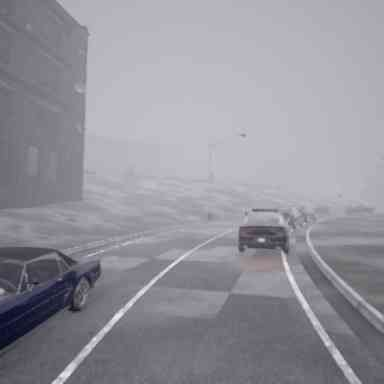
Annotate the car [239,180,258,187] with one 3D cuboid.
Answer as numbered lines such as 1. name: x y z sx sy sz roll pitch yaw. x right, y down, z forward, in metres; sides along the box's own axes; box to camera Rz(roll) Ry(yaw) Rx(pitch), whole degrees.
1. car: 10.726 -1.530 69.104 4.553 1.767 2.185 4 -5 -37

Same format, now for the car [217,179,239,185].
1. car: 6.300 -1.684 65.800 5.008 1.535 2.097 3 -5 -35

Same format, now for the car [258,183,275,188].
1. car: 15.231 -1.078 72.616 4.792 1.488 2.163 4 -6 -38

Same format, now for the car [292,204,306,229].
1. car: 6.452 1.702 23.059 1.837 1.490 4.892 -2 -1 25

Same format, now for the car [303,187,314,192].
1. car: 27.841 -0.313 83.347 4.553 1.767 2.185 5 -6 -42

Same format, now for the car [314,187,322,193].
1. car: 31.960 -0.080 87.151 5.566 2.045 2.435 5 -6 -43

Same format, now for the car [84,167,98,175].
1. car: -16.575 -3.021 50.496 4.553 1.767 2.185 3 -5 -33

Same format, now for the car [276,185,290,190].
1. car: 19.508 -0.776 76.092 4.674 1.452 2.002 4 -6 -39

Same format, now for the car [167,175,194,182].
1. car: -2.798 -2.218 59.469 4.892 1.521 2.231 3 -5 -33

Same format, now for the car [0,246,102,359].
1. car: -3.132 1.616 5.111 1.895 1.301 4.718 0 0 6

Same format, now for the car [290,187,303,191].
1. car: 23.634 -0.519 79.600 4.892 1.521 2.231 4 -6 -40

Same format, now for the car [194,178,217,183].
1. car: 1.785 -1.917 62.583 4.674 1.452 2.002 3 -5 -34

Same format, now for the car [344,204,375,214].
1. car: 22.446 2.284 44.487 4.718 1.301 1.895 1 -4 -34

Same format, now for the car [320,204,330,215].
1. car: 16.394 2.254 43.838 5.008 1.535 1.882 1 -4 -42

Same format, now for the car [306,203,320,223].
1. car: 9.155 1.788 28.109 1.837 1.490 4.892 -2 -2 31

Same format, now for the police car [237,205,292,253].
1. police car: 3.141 1.506 14.225 1.930 1.638 5.238 -1 -1 16

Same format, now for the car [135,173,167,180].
1. car: -7.414 -2.453 56.453 4.892 1.521 2.231 3 -5 -33
